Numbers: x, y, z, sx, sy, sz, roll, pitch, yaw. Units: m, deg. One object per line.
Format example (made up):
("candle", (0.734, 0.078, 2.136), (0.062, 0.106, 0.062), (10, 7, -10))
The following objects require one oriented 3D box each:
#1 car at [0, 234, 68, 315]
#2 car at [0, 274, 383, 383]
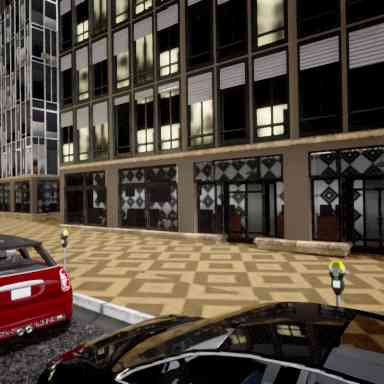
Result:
("car", (-3.933, 1.441, 5.833), (4.097, 1.590, 1.967), (0, -1, 37))
("car", (0.642, 1.566, 2.454), (4.313, 1.339, 1.947), (0, -1, 36))
